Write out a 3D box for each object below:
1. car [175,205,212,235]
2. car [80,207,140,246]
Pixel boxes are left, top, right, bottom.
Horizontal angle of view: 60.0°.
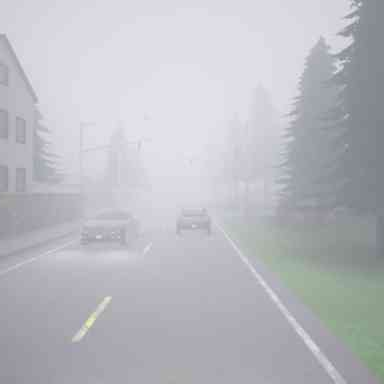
[{"bbox_3d":[0.082,1.456,18.660,2.128,1.511,4.902,0,0,0],"label":"car"},{"bbox_3d":[-3.560,1.477,15.167,1.837,1.490,4.892,0,0,1],"label":"car"}]
